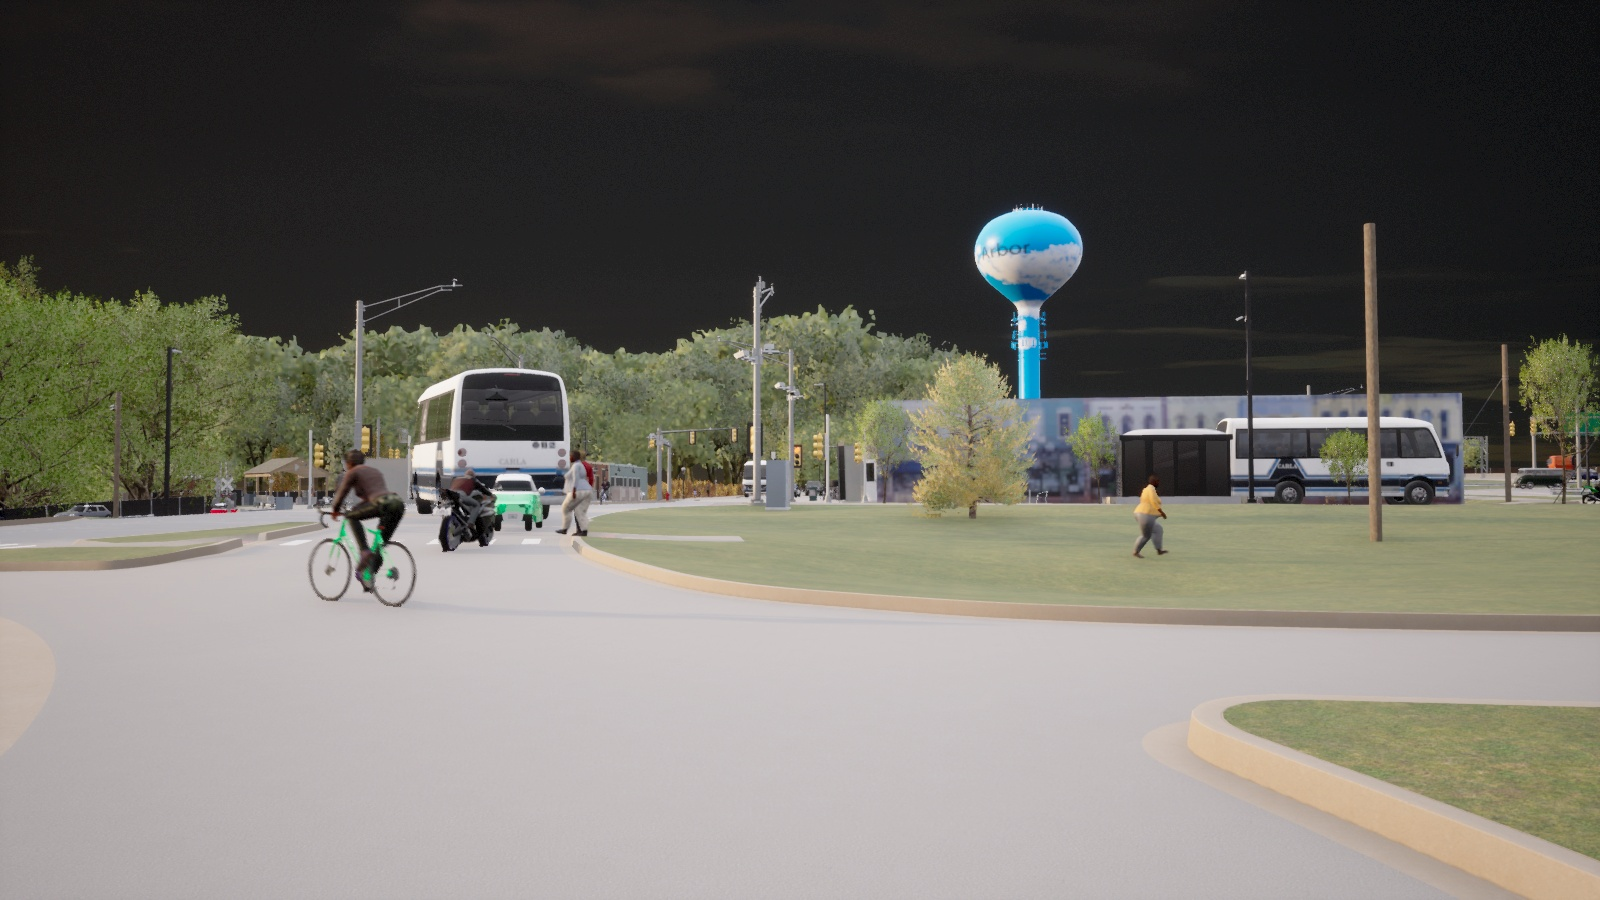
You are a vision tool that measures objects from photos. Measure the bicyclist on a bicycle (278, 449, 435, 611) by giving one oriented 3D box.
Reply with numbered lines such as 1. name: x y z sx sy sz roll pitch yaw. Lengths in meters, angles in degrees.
1. bicyclist on a bicycle: -4.687 0.818 13.250 1.656 1.620 0.582 0 -3 31

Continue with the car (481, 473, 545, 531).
1. car: -7.033 1.253 30.899 1.481 1.376 2.207 0 -1 -11

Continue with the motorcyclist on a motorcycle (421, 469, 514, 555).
1. motorcyclist on a motorcycle: -6.203 1.128 23.585 0.866 1.530 2.191 0 -1 9

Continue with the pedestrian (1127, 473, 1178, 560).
1. pedestrian: 7.648 1.434 27.291 0.900 1.855 0.874 0 -3 6

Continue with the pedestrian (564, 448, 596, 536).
1. pedestrian: -4.634 0.887 26.489 0.636 1.846 0.331 -2 -3 42

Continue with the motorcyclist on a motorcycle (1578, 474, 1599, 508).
1. motorcyclist on a motorcycle: 36.387 1.853 56.624 2.044 1.523 0.797 -2 -3 21

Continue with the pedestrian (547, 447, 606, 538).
1. pedestrian: -4.681 0.900 26.311 0.900 1.855 0.874 -1 -3 19

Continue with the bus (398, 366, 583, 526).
1. bus: -9.864 -0.054 38.899 3.944 4.253 10.273 0 -1 -23

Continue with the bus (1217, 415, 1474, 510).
1. bus: 25.261 0.648 58.803 10.273 4.253 3.944 0 -3 8

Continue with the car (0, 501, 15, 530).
1. car: -52.332 4.215 79.894 1.905 1.878 3.866 -1 -1 14
